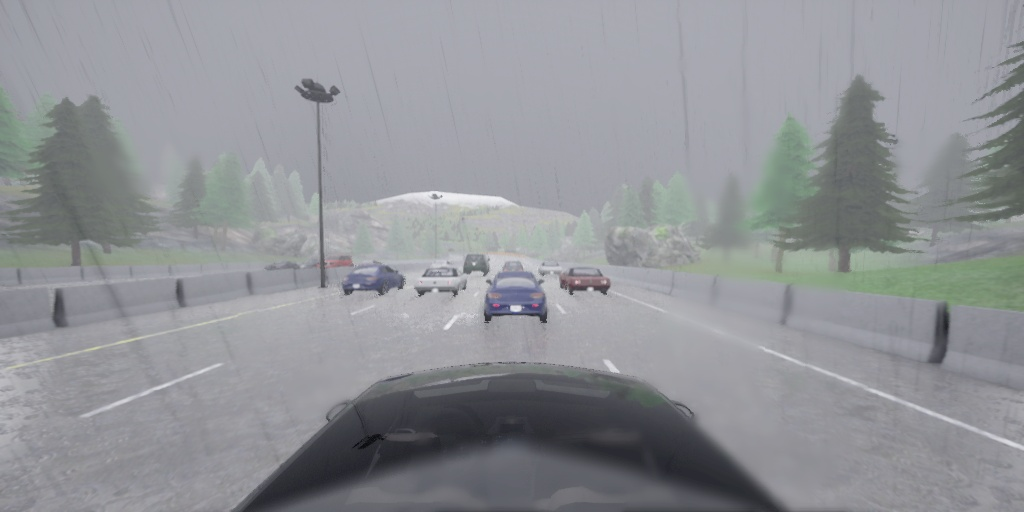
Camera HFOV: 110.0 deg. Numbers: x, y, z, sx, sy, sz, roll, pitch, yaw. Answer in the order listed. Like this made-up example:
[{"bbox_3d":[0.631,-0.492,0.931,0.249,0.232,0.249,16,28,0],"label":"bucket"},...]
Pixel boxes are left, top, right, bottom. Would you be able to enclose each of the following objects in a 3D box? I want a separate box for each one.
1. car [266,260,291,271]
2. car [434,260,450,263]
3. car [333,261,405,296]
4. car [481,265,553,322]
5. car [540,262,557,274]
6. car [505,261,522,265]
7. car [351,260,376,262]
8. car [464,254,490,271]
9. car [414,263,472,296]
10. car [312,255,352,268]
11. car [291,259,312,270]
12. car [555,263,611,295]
[{"bbox_3d":[-28.069,1.210,44.086,1.994,1.385,4.181,0,0,0],"label":"car"},{"bbox_3d":[-6.898,1.135,35.327,1.812,1.442,4.674,0,0,0],"label":"car"},{"bbox_3d":[-6.899,1.150,18.196,1.812,1.442,4.674,0,0,0],"label":"car"},{"bbox_3d":[0.100,1.187,11.673,1.812,1.442,4.674,0,0,0],"label":"car"},{"bbox_3d":[3.602,1.208,34.531,1.895,1.301,4.718,0,0,0],"label":"car"},{"bbox_3d":[0.102,1.149,30.596,2.033,1.411,5.357,0,0,0],"label":"car"},{"bbox_3d":[-17.574,1.172,44.161,1.812,1.442,4.674,0,0,0],"label":"car"},{"bbox_3d":[-3.398,0.829,34.882,2.150,2.045,5.566,0,0,0],"label":"car"},{"bbox_3d":[-3.399,1.226,18.088,1.895,1.301,4.718,0,0,0],"label":"car"},{"bbox_3d":[-21.080,0.863,43.012,2.150,2.045,5.566,0,-1,0],"label":"car"},{"bbox_3d":[-24.569,1.142,44.498,2.128,1.511,4.902,0,-1,0],"label":"car"},{"bbox_3d":[3.601,1.224,18.657,1.895,1.301,4.718,0,0,0],"label":"car"}]
